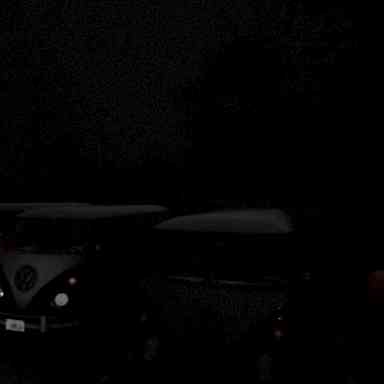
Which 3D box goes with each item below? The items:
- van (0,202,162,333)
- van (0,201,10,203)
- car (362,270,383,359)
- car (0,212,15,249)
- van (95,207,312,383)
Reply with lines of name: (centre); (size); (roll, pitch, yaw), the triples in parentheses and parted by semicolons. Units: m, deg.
van: (-1.778, 1.258, 6.641); (1.878, 1.987, 4.442); (1, -1, 16)
van: (-4.203, 1.258, 8.368); (1.878, 1.987, 4.442); (1, -1, 16)
car: (3.047, 1.481, 3.114); (1.946, 1.575, 5.366); (1, -1, 16)
car: (-9.018, 1.525, 11.939); (2.002, 1.452, 4.674); (1, -1, 16)
van: (0.647, 1.258, 4.912); (1.878, 1.987, 4.442); (1, -1, 16)
